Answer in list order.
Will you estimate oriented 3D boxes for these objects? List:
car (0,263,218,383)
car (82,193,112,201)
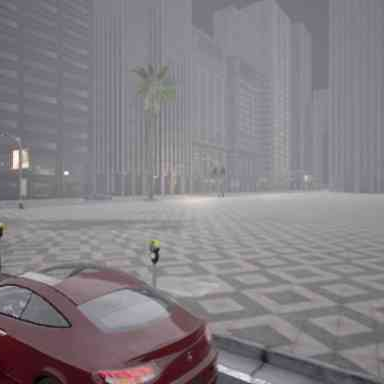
[{"bbox_3d":[-1.677,1.578,4.162,4.206,1.307,1.802,0,0,35],"label":"car"},{"bbox_3d":[-16.845,0.845,59.035,2.033,1.411,5.357,0,1,36],"label":"car"}]
